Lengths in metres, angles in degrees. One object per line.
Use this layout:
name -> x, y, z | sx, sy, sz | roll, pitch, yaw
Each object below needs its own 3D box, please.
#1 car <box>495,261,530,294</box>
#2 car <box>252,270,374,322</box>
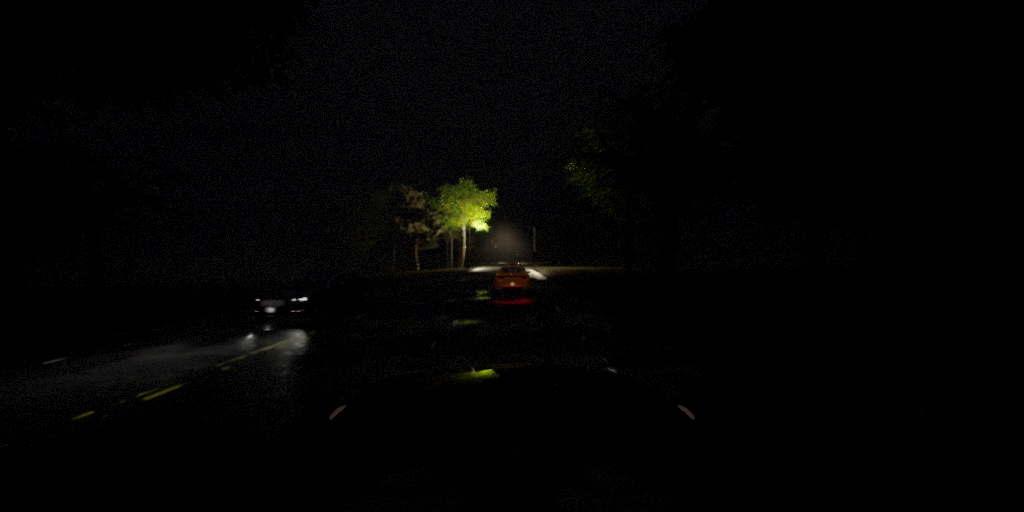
car -> 0.029, 1.268, 20.662 | 1.882, 1.535, 5.008 | 0, 0, 0
car -> -6.600, 1.256, 12.503 | 2.128, 1.511, 4.902 | 0, 0, 4
